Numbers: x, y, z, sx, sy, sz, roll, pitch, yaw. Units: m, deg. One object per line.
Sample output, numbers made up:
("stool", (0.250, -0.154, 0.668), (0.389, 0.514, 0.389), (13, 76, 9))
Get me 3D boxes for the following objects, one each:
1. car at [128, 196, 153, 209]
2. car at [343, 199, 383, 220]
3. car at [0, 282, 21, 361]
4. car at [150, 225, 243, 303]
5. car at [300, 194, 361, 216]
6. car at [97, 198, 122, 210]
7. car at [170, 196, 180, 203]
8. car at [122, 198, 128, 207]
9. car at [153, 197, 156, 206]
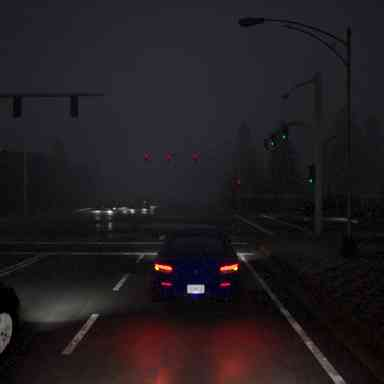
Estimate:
("car", (-7.147, 1.352, 46.365), (2.097, 1.767, 4.553), (0, 0, 0))
("car", (15.885, 1.547, 27.619), (5.357, 1.411, 2.033), (0, 0, 0))
("car", (-3.442, 1.505, 2.966), (1.837, 1.490, 4.892), (0, 0, 0))
("car", (0.131, 1.526, 8.100), (1.812, 1.442, 4.674), (0, 0, 2))
("car", (13.063, 1.222, 31.118), (5.566, 2.045, 2.150), (0, 0, 0))
("car", (-10.643, 1.526, 42.306), (1.812, 1.442, 4.674), (0, 0, 0))
("car", (-3.479, 1.477, 69.609), (1.882, 1.535, 5.008), (0, 0, 0))
("car", (-10.646, 1.601, 51.404), (1.895, 1.301, 4.718), (0, 0, 0))
("car", (-7.133, 1.505, 55.507), (1.837, 1.490, 4.892), (0, 0, 0))
